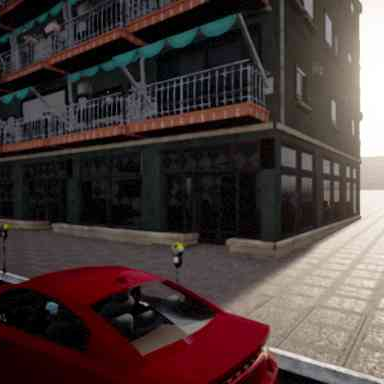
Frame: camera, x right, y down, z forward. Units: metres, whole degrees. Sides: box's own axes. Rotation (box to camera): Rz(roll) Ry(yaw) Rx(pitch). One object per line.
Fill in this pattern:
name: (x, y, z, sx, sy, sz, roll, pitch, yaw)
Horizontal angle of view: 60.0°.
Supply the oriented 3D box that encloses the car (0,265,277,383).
car: (-1.320, 1.550, 3.819, 4.507, 1.381, 1.887, 0, 0, 36)
